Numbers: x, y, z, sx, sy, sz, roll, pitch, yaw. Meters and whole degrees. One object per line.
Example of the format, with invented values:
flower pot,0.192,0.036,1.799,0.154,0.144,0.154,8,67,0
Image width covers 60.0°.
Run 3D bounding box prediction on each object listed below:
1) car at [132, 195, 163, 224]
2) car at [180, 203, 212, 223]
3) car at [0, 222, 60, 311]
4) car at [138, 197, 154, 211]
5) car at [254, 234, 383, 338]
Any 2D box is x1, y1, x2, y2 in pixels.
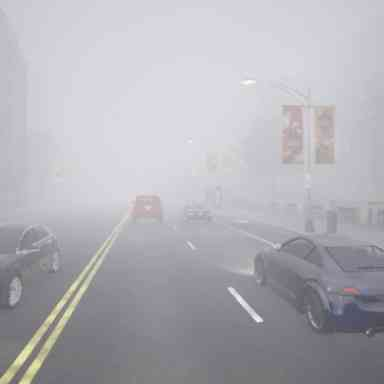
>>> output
car,-3.326,1.220,24.989,2.150,2.045,5.566,0,0,-8
car,0.202,1.532,25.111,2.033,1.411,5.357,0,0,-8
car,-4.490,1.520,7.757,1.837,1.490,4.892,0,-1,-7
car,-5.683,1.477,41.089,1.882,1.535,5.008,0,0,-8
car,2.713,1.549,6.785,1.994,1.385,4.181,0,0,-6
